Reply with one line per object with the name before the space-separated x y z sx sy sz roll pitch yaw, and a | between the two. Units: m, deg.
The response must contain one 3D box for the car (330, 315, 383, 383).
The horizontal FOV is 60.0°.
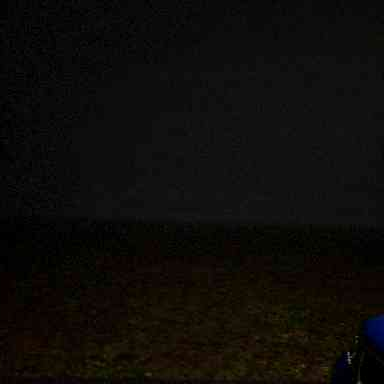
car | 4.001 1.483 2.371 5.566 2.045 2.150 2 -3 -1
